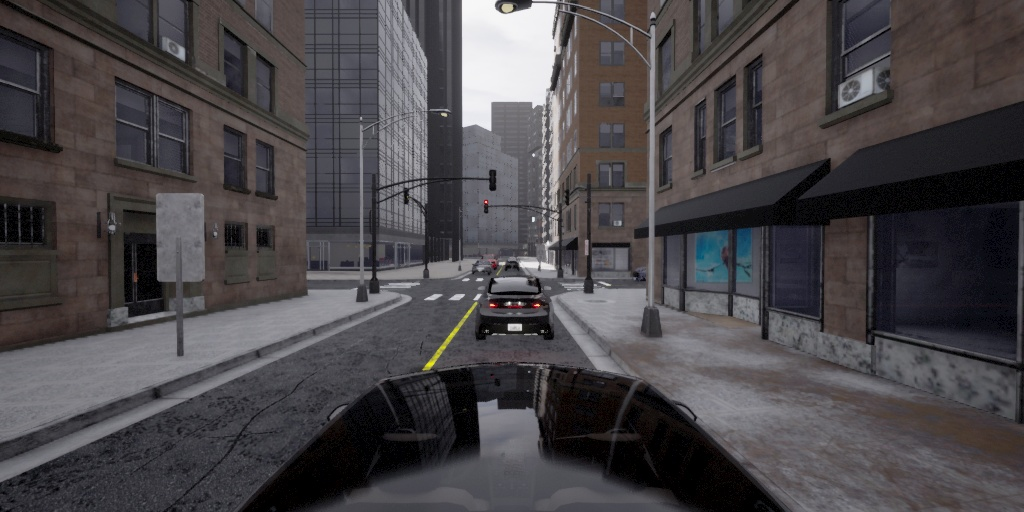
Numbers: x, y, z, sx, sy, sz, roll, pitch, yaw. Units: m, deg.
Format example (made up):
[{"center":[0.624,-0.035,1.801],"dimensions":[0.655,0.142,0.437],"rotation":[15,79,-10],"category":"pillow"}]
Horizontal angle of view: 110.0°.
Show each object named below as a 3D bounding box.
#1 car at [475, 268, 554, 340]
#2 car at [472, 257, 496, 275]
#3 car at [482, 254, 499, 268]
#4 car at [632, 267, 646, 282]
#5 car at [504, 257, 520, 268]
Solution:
[{"center":[0.073,1.252,9.961],"dimensions":[1.837,1.490,4.892],"rotation":[0,0,0],"category":"car"},{"center":[-3.124,1.164,37.952],"dimensions":[2.128,1.511,4.902],"rotation":[0,0,0],"category":"car"},{"center":[-3.138,0.810,48.256],"dimensions":[2.150,2.045,5.566],"rotation":[0,1,0],"category":"car"},{"center":[10.833,1.013,25.125],"dimensions":[4.553,1.767,2.097],"rotation":[0,1,-1],"category":"car"},{"center":[0.047,1.089,48.593],"dimensions":[1.837,1.490,4.892],"rotation":[0,0,0],"category":"car"}]
